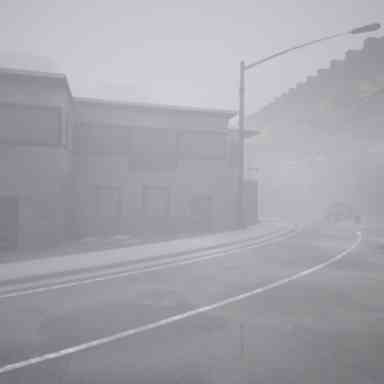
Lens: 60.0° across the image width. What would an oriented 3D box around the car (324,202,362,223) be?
[{"bbox_3d":[15.261,2.024,33.926,2.150,2.045,5.566,1,-2,5],"label":"car"}]
